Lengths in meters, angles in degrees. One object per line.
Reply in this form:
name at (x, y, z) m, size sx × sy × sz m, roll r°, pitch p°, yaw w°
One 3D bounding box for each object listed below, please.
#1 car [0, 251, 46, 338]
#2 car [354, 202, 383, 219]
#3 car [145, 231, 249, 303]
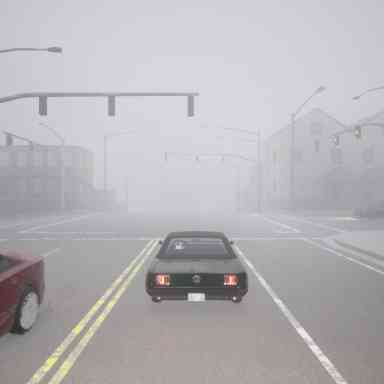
car at (-3.553, 1.477, 3.899) m, size 1.882 × 1.535 × 5.008 m, roll 0°, pitch 0°, yaw 1°
car at (16.029, 1.564, 28.152) m, size 4.181 × 1.385 × 1.994 m, roll 0°, pitch 0°, yaw 0°
car at (0.103, 1.601, 8.187) m, size 1.895 × 1.301 × 4.718 m, roll 0°, pitch 0°, yaw 0°
